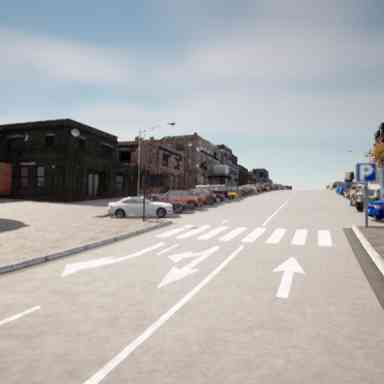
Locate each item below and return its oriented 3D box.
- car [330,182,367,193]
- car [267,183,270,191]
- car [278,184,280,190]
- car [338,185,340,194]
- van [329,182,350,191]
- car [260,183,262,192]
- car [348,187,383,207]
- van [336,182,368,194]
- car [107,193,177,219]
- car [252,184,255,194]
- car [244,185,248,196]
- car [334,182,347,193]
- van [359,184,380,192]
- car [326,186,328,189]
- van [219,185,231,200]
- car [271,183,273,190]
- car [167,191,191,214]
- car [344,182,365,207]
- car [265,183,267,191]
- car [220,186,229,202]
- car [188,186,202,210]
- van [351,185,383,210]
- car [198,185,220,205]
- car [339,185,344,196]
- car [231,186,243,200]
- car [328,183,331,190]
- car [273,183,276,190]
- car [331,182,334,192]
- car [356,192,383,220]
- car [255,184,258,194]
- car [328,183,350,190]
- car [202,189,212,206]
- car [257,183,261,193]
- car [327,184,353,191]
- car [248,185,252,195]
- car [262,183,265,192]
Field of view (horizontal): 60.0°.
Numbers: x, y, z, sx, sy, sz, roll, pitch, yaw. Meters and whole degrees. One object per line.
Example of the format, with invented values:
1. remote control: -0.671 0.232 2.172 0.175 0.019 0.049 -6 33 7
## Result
1. car: 28.885 -0.870 61.583 5.566 2.045 2.435 0 2 0
2. car: 13.240 -0.719 70.714 5.008 1.535 2.097 -1 2 0
3. car: 20.400 -1.130 89.973 4.792 1.488 2.163 -1 0 1
4. car: 21.613 0.151 41.891 4.792 1.488 2.163 0 2 1
5. van: 36.004 -1.350 81.220 4.442 1.987 1.878 0 1 1
6. car: 10.236 -0.565 62.446 4.553 1.767 2.185 -2 2 0
7. car: 17.209 0.430 30.684 4.553 1.767 2.185 0 2 1
8. van: 26.919 -0.645 55.962 4.442 1.987 1.878 0 2 0
9. car: -3.675 1.068 23.715 4.674 1.452 2.002 -1 1 -1
10. car: 7.209 -0.127 54.182 4.892 1.521 2.231 -1 2 0
11. car: 5.242 0.111 48.664 4.792 1.488 2.163 -1 1 0
12. car: 22.683 -0.238 44.697 5.566 2.045 2.435 0 2 1
13. van: 14.066 0.655 22.306 4.442 1.987 1.878 0 2 2
14. car: 31.772 -0.877 70.009 5.366 1.575 1.946 0 2 0
15. van: 2.116 0.174 40.370 4.442 1.987 1.878 -1 2 0
16. car: 15.076 -0.874 76.222 5.366 1.575 1.946 -1 1 0
17. car: -2.663 0.951 26.497 4.792 1.488 2.163 -1 1 0
18. car: 15.017 0.521 25.091 5.566 2.045 2.435 0 2 2
19. car: 12.250 -0.757 67.953 4.553 1.767 2.185 -1 2 0
20. car: 1.245 0.501 37.610 5.008 1.535 2.097 -1 1 0
21. car: -1.681 0.691 29.265 4.553 1.767 2.185 -1 2 0
22. van: 16.026 0.438 27.883 4.442 1.987 1.878 0 2 2
23. car: 0.291 0.481 34.822 4.553 1.767 2.185 -2 2 0
24. car: 20.517 0.232 39.077 4.892 1.521 2.231 0 2 1
25. car: 3.415 0.284 43.142 5.366 1.575 1.946 -1 1 0
26. car: 27.643 -0.525 58.780 5.366 1.575 1.946 0 2 0
27. car: 16.242 -1.193 78.962 5.566 2.045 2.435 -1 1 0
28. car: 24.780 -0.455 50.334 5.566 2.045 2.435 0 2 0
29. car: 12.848 0.988 19.529 5.008 1.535 2.097 0 2 2
30. car: 8.211 -0.231 56.936 4.892 1.521 2.231 -2 2 0
31. car: 37.137 -1.295 84.035 4.553 1.767 2.185 0 1 1
32. car: -0.752 0.742 32.050 4.792 1.488 2.163 -1 2 0
33. car: 9.211 -0.337 59.696 5.008 1.535 2.097 -2 2 0
34. car: 34.890 -1.073 78.421 5.366 1.575 1.946 0 2 0
35. car: 6.200 -0.023 51.428 5.008 1.535 2.097 -1 1 0
36. car: 11.213 -0.498 65.216 4.674 1.452 2.002 -1 1 0
